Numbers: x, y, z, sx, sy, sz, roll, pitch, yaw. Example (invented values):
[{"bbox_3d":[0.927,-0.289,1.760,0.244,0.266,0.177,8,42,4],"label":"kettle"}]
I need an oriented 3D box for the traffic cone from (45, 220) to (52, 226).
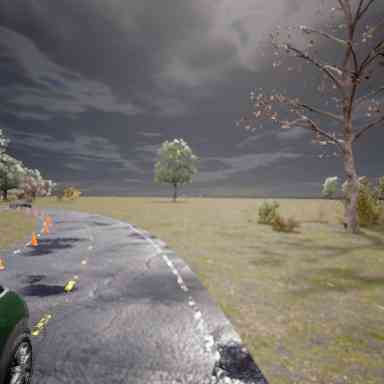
[{"bbox_3d":[-8.542,2.095,19.476,0.340,0.580,0.340,0,0,-19],"label":"traffic cone"}]

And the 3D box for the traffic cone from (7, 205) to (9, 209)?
[{"bbox_3d":[-26.465,2.141,47.914,0.340,0.580,0.340,0,-1,45],"label":"traffic cone"}]

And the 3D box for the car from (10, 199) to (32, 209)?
[{"bbox_3d":[-25.588,1.777,49.785,4.181,1.385,1.994,0,-1,44],"label":"car"}]

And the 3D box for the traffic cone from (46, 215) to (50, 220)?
[{"bbox_3d":[-10.294,2.118,23.989,0.340,0.580,0.340,0,0,-23],"label":"traffic cone"}]

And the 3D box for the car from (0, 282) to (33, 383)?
[{"bbox_3d":[-2.670,1.372,1.853,2.097,1.767,4.553,0,0,-6],"label":"car"}]

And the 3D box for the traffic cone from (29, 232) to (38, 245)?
[{"bbox_3d":[-7.080,2.068,14.860,0.340,0.580,0.340,0,0,-16],"label":"traffic cone"}]

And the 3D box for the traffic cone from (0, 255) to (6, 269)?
[{"bbox_3d":[-5.917,2.037,10.161,0.340,0.580,0.340,0,0,-12],"label":"traffic cone"}]
